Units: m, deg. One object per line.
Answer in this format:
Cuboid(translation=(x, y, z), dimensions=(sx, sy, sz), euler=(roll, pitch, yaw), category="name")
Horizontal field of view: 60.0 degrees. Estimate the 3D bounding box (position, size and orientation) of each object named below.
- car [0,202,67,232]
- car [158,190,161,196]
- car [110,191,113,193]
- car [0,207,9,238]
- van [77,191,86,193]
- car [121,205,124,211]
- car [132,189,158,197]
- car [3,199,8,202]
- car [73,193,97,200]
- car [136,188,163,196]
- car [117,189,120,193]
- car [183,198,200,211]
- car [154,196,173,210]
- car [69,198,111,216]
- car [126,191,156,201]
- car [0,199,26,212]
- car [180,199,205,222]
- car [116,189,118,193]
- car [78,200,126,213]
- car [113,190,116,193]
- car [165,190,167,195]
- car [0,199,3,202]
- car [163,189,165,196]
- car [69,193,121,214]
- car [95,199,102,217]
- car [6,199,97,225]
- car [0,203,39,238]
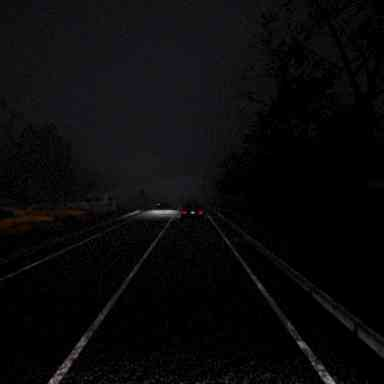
Cuboid(translation=(-10.022, 1.483, 18.219), dimensions=(5.366, 1.575, 1.946), euler=(0, 0, 0), category="car")
Cuboid(translation=(-10.312, 0.982, 75.937), dimensions=(5.008, 1.535, 2.097), euler=(0, 1, 0), category="car")
Cuboid(translation=(-23.340, 0.921, 84.162), dimensions=(4.792, 1.488, 2.163), euler=(0, 1, 0), category="car")
Cuboid(translation=(-10.215, 1.472, 12.799), dimensions=(4.892, 1.521, 2.231), euler=(0, 0, 0), category="car")
Cuboid(translation=(-23.299, 0.775, 67.548), dimensions=(4.442, 1.987, 1.878), euler=(1, 0, 0), category="van")
Cuboid(translation=(-10.170, 1.587, 34.997), dimensions=(5.008, 1.535, 2.097), euler=(0, 0, 0), category="car")
Cuboid(translation=(-10.358, 0.868, 73.157), dimensions=(4.553, 1.767, 2.185), euler=(0, 0, 0), category="car")
Cuboid(translation=(-23.269, 1.476, 37.684), dimensions=(4.553, 1.767, 2.185), euler=(0, 0, 0), category="car")
Cuboid(translation=(-23.410, 1.032, 73.007), dimensions=(4.674, 1.452, 2.002), euler=(0, 0, 0), category="car")
Cuboid(translation=(-10.336, 0.710, 78.728), dimensions=(5.566, 2.045, 2.435), euler=(0, 1, 0), category="car")
Cuboid(translation=(-23.335, 0.705, 92.659), dimensions=(4.892, 1.521, 2.231), euler=(0, 1, 0), category="car")
Cuboid(translation=(-0.037, 1.561, 42.897), dimensions=(2.033, 1.411, 5.357), euler=(0, 0, 0), category="car")
Cuboid(translation=(-3.479, 1.617, 43.724), dimensions=(1.895, 1.301, 4.718), euler=(0, 0, 0), category="car")
Cuboid(translation=(-10.364, 1.550, 29.445), dimensions=(5.366, 1.575, 1.946), euler=(0, 0, 0), category="car")
Cuboid(translation=(-10.316, 1.031, 67.587), dimensions=(4.792, 1.488, 2.163), euler=(0, 0, 0), category="car")
Cuboid(translation=(-23.226, 1.618, 40.454), dimensions=(5.008, 1.535, 2.097), euler=(0, 0, 0), category="car")
Cuboid(translation=(0.044, 1.540, 26.516), dimensions=(2.033, 1.411, 5.357), euler=(0, 0, 0), category="car")
Cuboid(translation=(-23.345, 0.778, 89.742), dimensions=(5.008, 1.535, 2.097), euler=(0, 1, 0), category="car")
Cuboid(translation=(-10.129, 1.633, 37.773), dimensions=(4.792, 1.488, 2.163), euler=(0, 0, 0), category="car")
Cuboid(translation=(-23.355, 0.839, 86.953), dimensions=(5.008, 1.535, 2.097), euler=(0, 1, 0), category="car")
Cuboid(translation=(-10.232, 0.734, 92.667), dimensions=(4.792, 1.488, 2.163), euler=(0, 2, 0), category="car")
Cuboid(translation=(-23.215, 1.615, 35.037), dimensions=(4.792, 1.488, 2.163), euler=(0, 0, 0), category="car")
Cuboid(translation=(-10.239, 0.650, 89.876), dimensions=(4.553, 1.767, 2.185), euler=(0, 1, 0), category="car")
Cuboid(translation=(-10.200, 1.318, 32.223), dimensions=(5.566, 2.045, 2.435), euler=(0, 0, 0), category="car")
Cuboid(translation=(-10.192, 1.537, 26.669), dimensions=(4.892, 1.521, 2.231), euler=(0, 0, 0), category="car")
Cuboid(translation=(-10.008, 1.516, 23.892), dimensions=(5.366, 1.575, 1.946), euler=(0, 0, 0), category="car")
Cuboid(translation=(-10.400, 1.473, 15.567), dimensions=(5.366, 1.575, 1.946), euler=(0, 0, 0), category="car")
